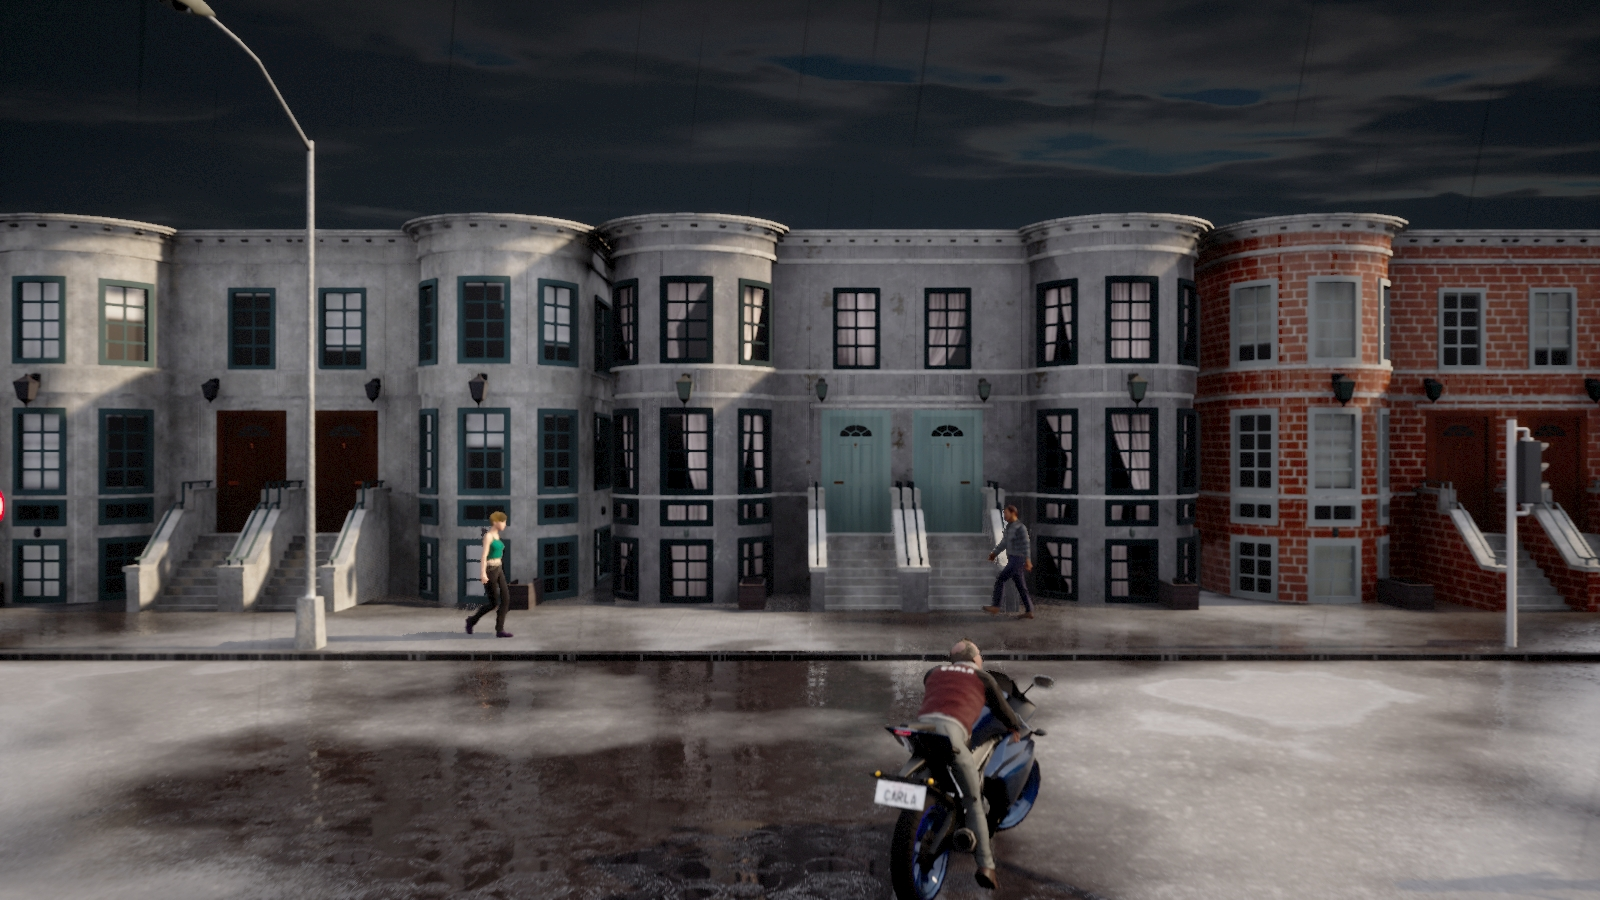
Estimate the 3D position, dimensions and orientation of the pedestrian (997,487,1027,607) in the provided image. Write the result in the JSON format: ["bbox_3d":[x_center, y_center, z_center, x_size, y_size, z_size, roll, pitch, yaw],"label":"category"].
[{"bbox_3d":[3.338,1.524,18.010,0.375,1.860,0.375,0,0,-4],"label":"pedestrian"}]

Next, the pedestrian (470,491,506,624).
[{"bbox_3d":[-4.466,1.524,16.359,0.375,1.860,0.375,0,0,9],"label":"pedestrian"}]
